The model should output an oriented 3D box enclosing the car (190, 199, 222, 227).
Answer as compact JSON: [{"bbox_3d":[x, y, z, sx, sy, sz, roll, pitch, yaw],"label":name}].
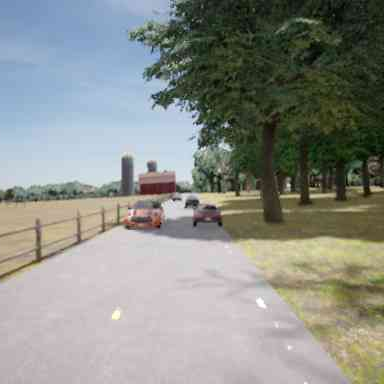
[{"bbox_3d":[0.970,1.440,22.162,1.812,1.442,4.674,0,0,0],"label":"car"}]

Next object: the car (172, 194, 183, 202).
[{"bbox_3d":[-2.740,1.083,63.198,2.033,1.411,5.357,0,1,0],"label":"car"}]

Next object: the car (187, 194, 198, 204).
[{"bbox_3d":[0.019,1.140,56.749,1.812,1.442,4.674,0,1,0],"label":"car"}]

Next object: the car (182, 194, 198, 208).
[{"bbox_3d":[0.033,1.265,43.272,1.837,1.490,4.892,0,1,0],"label":"car"}]

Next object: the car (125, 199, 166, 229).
[{"bbox_3d":[-2.840,1.273,20.961,2.097,1.767,4.553,0,0,0],"label":"car"}]
